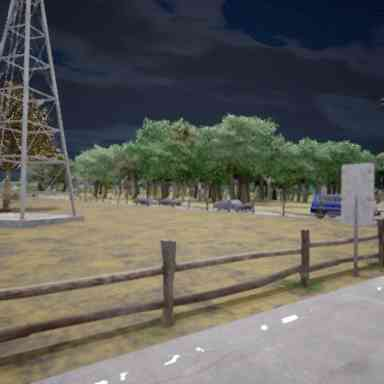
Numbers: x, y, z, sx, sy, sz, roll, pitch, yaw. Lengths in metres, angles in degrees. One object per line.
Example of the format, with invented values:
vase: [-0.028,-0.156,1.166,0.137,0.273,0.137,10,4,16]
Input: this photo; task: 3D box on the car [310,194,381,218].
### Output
car: [12.697,1.241,27.950,2.150,2.045,5.566,2,-1,-35]

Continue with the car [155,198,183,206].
car: [-3.566,1.630,55.633,2.033,1.411,5.357,2,-1,-35]

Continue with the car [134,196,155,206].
car: [-7.259,1.499,55.953,2.128,1.511,4.902,2,-1,-35]

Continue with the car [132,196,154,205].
car: [-9.436,1.556,63.737,2.128,1.511,4.902,2,-1,-36]

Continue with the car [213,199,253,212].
car: [4.726,1.562,39.090,2.033,1.411,5.357,2,-1,-36]
